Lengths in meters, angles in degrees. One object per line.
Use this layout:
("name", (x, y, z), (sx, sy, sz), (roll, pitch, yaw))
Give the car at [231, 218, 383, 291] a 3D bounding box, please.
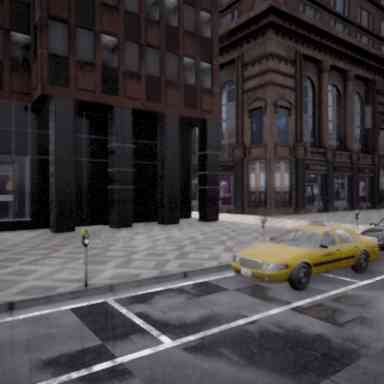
("car", (3.190, 1.486, 8.923), (4.829, 1.417, 1.752), (0, 0, -35))
